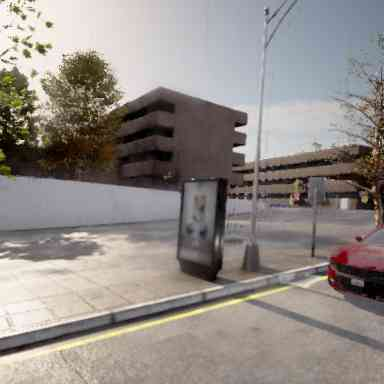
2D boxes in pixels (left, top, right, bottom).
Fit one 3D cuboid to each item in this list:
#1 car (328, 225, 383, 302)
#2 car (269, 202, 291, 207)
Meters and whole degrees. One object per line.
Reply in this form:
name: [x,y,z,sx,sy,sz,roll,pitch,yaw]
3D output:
car: [5.201,1.471,7.834,5.008,1.535,1.882,0,0,-36]
car: [16.593,2.582,62.613,1.882,1.535,5.008,6,-5,-24]
